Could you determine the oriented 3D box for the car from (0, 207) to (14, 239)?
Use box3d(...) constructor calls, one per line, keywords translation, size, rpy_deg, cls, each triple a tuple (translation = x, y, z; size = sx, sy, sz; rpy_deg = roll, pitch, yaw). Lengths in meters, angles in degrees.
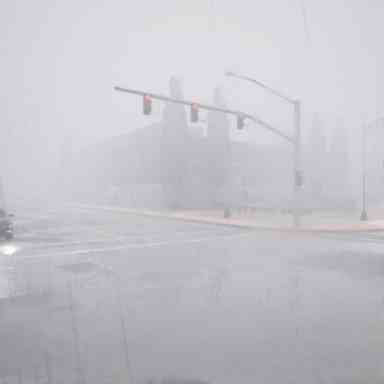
box3d(translation=(-10.191, 1.484, 16.546), size=(1.837, 1.490, 4.892), rpy_deg=(0, 0, -36), cls="car")
